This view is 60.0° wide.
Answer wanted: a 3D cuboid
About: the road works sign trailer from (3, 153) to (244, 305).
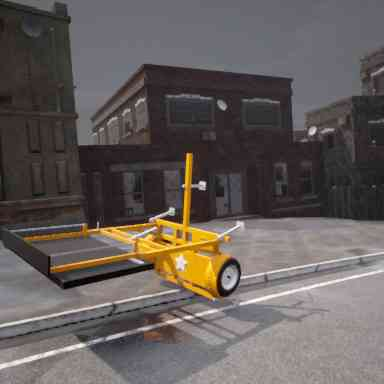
[{"bbox_3d":[-1.056,0.691,5.840,3.560,2.880,2.380,-2,7,-44],"label":"road works sign trailer"}]
